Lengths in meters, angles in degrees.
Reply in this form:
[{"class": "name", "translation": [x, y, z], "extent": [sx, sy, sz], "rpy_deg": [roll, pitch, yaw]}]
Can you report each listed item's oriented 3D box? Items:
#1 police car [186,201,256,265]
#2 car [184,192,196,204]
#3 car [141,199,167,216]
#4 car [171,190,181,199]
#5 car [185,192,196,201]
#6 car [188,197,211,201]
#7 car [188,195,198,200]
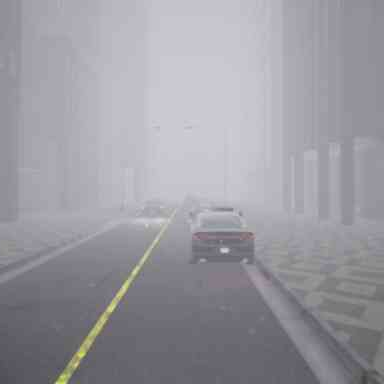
[{"class": "police car", "translation": [0.854, 1.310, 11.377], "extent": [1.930, 1.638, 5.238], "rpy_deg": [0, 1, 0]}, {"class": "car", "translation": [-0.177, 1.025, 48.017], "extent": [1.812, 1.442, 4.674], "rpy_deg": [0, 1, 0]}, {"class": "car", "translation": [-3.217, 1.302, 28.929], "extent": [1.895, 1.301, 4.718], "rpy_deg": [0, 1, 0]}, {"class": "car", "translation": [-3.289, 0.792, 70.294], "extent": [2.128, 1.511, 4.902], "rpy_deg": [0, 1, 0]}, {"class": "car", "translation": [-0.258, 0.824, 62.856], "extent": [1.882, 1.535, 5.008], "rpy_deg": [0, 1, 0]}, {"class": "car", "translation": [0.814, 1.308, 21.269], "extent": [1.812, 1.442, 4.674], "rpy_deg": [0, 1, 0]}, {"class": "car", "translation": [0.789, 1.223, 27.269], "extent": [1.837, 1.490, 4.892], "rpy_deg": [0, 1, 0]}]
